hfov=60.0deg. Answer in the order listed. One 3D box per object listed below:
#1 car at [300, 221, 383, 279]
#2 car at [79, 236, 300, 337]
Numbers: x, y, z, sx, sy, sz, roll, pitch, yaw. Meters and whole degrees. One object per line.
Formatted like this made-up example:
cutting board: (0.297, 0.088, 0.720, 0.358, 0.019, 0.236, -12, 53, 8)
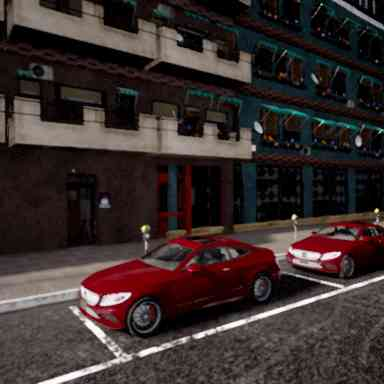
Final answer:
car: (4.597, 1.537, 9.810, 4.206, 1.307, 1.802, 0, 0, -35)
car: (-0.023, 1.564, 6.537, 4.206, 1.307, 1.802, 0, 0, -35)
